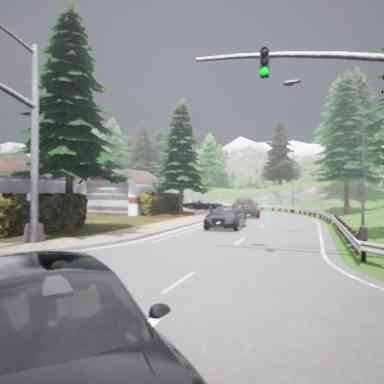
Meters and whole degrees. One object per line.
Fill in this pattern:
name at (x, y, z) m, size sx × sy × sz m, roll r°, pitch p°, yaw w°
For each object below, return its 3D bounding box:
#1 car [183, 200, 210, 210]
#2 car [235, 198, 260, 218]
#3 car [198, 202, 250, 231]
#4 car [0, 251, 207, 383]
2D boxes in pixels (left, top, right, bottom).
car at (1.376, 1.575, 39.514) m, size 4.718 × 1.301 × 1.895 m, roll 0°, pitch 0°, yaw 35°
car at (4.789, 1.351, 29.950) m, size 2.097 × 1.767 × 4.553 m, roll 0°, pitch 0°, yaw 2°
car at (2.104, 1.554, 20.498) m, size 1.994 × 1.385 × 4.181 m, roll 0°, pitch 0°, yaw 19°
car at (-1.534, 1.504, 3.485) m, size 1.837 × 1.490 × 4.892 m, roll 1°, pitch -1°, yaw -33°
